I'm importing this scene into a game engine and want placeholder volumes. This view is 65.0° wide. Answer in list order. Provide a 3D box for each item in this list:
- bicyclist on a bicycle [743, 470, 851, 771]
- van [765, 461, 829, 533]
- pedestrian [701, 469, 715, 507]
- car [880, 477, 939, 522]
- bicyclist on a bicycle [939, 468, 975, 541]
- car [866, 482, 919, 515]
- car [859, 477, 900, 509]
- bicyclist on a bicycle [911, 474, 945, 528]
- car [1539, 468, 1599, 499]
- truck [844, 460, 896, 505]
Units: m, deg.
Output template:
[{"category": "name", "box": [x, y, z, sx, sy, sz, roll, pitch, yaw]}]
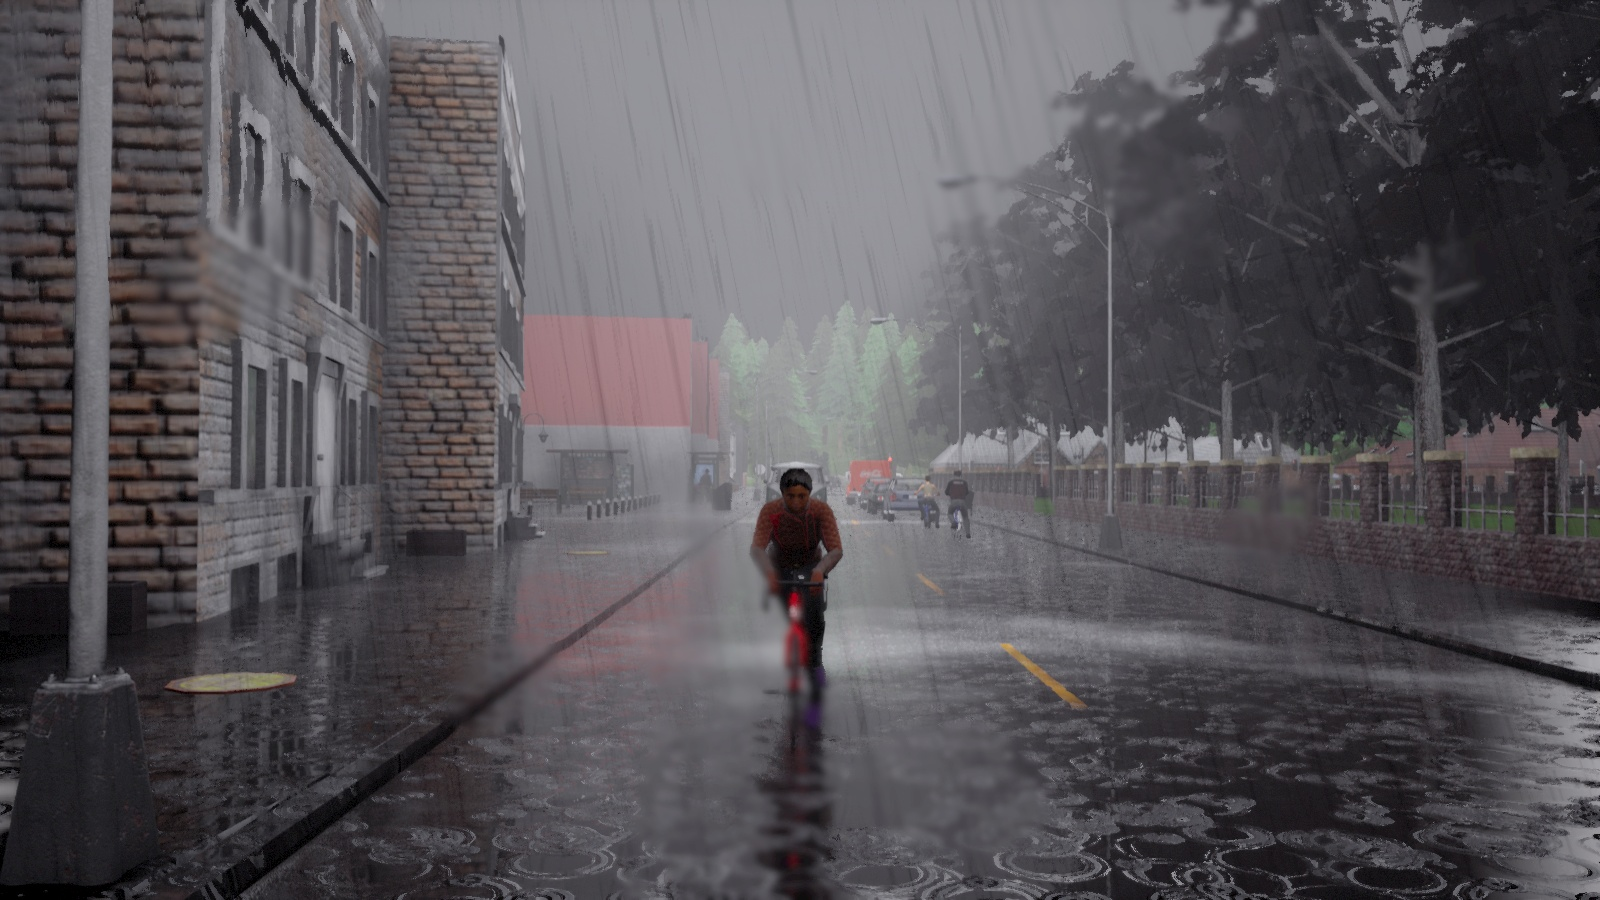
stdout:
[{"category": "bicyclist on a bicycle", "box": [-0.019, 0.936, 7.633, 0.582, 1.620, 1.656, 0, -1, 0]}, {"category": "van", "box": [-0.089, 1.359, 37.219, 1.775, 1.987, 4.442, 0, -1, 0]}, {"category": "pedestrian", "box": [-4.508, 1.847, 61.626, 0.431, 1.840, 0.703, -1, -1, 18]}, {"category": "car", "box": [3.898, 1.735, 45.083, 1.789, 1.549, 3.705, 0, -1, 0]}, {"category": "bicyclist on a bicycle", "box": [3.924, 1.339, 31.446, 0.659, 1.776, 1.843, 0, -1, 0]}, {"category": "car", "box": [3.892, 2.034, 53.534, 1.895, 1.301, 4.718, 0, -1, 0]}, {"category": "car", "box": [3.883, 2.091, 61.989, 1.789, 1.549, 3.705, 0, -1, 0]}, {"category": "bicyclist on a bicycle", "box": [3.904, 1.551, 38.370, 0.866, 1.612, 1.509, 0, -1, 0]}, {"category": "car", "box": [49.123, 2.115, 79.422, 1.932, 1.855, 4.605, 0, -1, -2]}, {"category": "truck", "box": [3.872, 1.810, 70.756, 2.627, 2.467, 5.204, 0, -1, 0]}]
